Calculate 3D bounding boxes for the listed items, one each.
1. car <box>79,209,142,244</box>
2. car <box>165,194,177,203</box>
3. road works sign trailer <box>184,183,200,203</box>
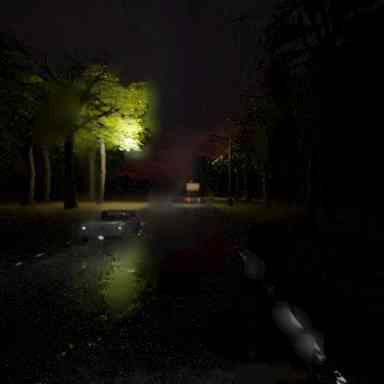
[{"bbox_3d":[-3.604,1.499,15.434,1.895,1.301,4.718,0,0,0],"label":"car"},{"bbox_3d":[-3.561,1.167,58.018,2.128,1.511,4.902,0,0,1],"label":"car"},{"bbox_3d":[0.181,0.132,60.145,2.380,3.560,2.880,0,0,-8],"label":"road works sign trailer"}]
